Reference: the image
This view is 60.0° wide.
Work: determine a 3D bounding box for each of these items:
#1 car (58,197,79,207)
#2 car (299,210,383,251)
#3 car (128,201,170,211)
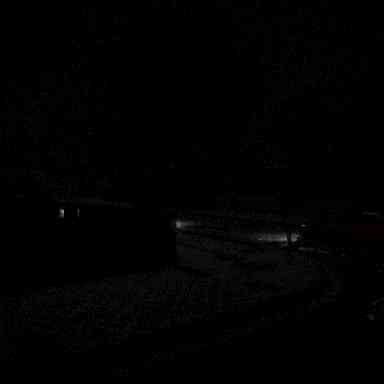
[{"bbox_3d":[-16.235,1.264,43.569,1.895,1.301,4.718,-1,1,-33],"label":"car"},{"bbox_3d":[6.638,1.464,13.737,4.181,1.385,1.994,0,2,42],"label":"car"},{"bbox_3d":[-3.249,1.375,24.686,1.994,1.385,4.181,-1,1,-35],"label":"car"}]
